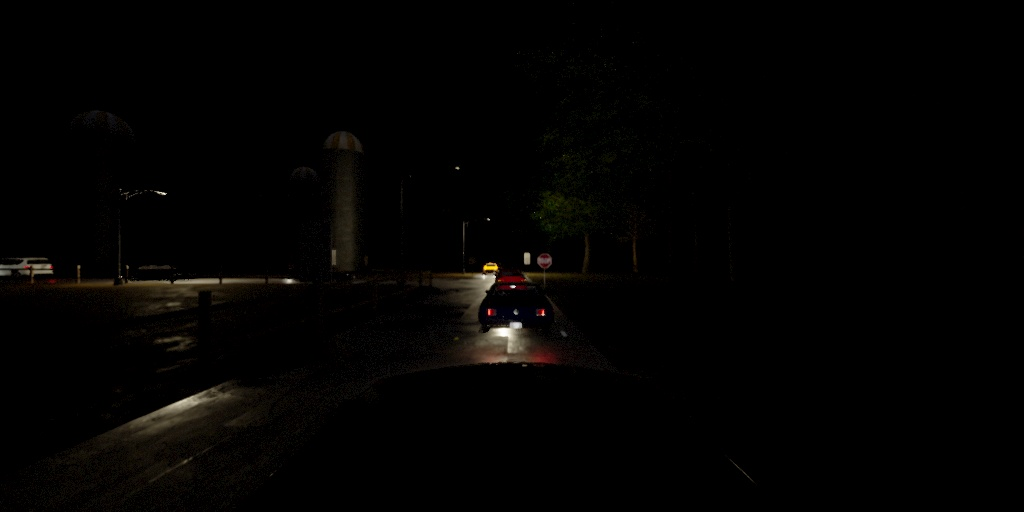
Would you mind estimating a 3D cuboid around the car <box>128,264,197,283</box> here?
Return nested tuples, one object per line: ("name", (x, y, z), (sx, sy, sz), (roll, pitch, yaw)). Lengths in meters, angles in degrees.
("car", (-30.164, 1.469, 30.954), (5.008, 1.535, 1.882), (0, 0, 0))

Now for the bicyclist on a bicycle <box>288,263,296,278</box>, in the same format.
("bicyclist on a bicycle", (-22.731, 1.516, 36.983), (0.582, 1.620, 1.656), (0, -1, 0))

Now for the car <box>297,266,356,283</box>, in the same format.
("car", (-16.032, 1.552, 31.070), (4.674, 1.442, 1.812), (0, 0, -1))

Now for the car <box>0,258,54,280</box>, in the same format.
("car", (-46.793, 1.213, 33.726), (5.566, 2.045, 2.150), (0, 0, 0))

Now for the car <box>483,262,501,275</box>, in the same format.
("car", (-2.833, 1.769, 48.568), (1.882, 1.535, 5.008), (0, -1, 0))

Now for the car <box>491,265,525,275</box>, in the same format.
("car", (-0.140, 1.479, 21.482), (1.812, 1.442, 4.674), (0, -1, -4))

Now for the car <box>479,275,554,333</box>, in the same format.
("car", (0.104, 1.436, 11.027), (1.895, 1.301, 4.718), (0, -1, 0))
